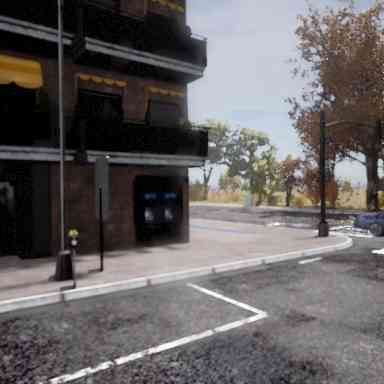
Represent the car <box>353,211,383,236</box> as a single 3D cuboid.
[{"bbox_3d":[11.225,1.584,17.011,2.033,1.411,5.357,-1,1,-36],"label":"car"}]
